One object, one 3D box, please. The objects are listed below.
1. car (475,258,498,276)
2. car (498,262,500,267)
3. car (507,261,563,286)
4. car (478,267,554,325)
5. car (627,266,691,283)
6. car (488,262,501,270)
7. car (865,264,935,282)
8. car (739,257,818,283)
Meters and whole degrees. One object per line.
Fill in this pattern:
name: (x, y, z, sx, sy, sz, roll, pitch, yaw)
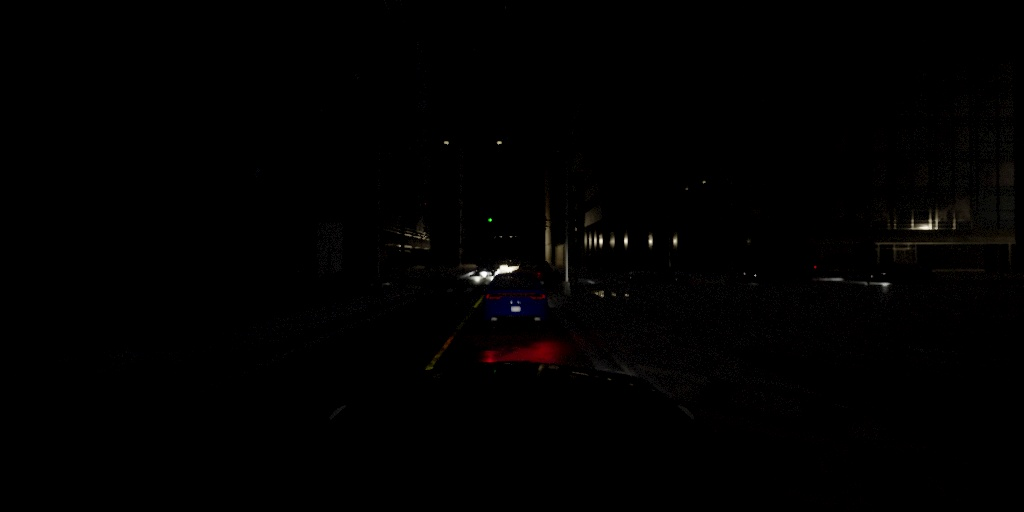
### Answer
car: (-3.091, 1.193, 42.230, 2.150, 2.045, 5.566, 0, 0, -2)
car: (-3.081, 1.631, 52.118, 1.895, 1.301, 4.718, 0, 0, 0)
car: (1.786, 1.217, 23.882, 2.097, 1.767, 4.553, 0, 0, 25)
car: (0.103, 1.280, 12.030, 1.882, 1.535, 5.008, 0, 0, 0)
car: (12.056, 1.504, 29.695, 4.718, 1.301, 1.895, 0, 0, 3)
car: (-3.042, 1.693, 62.375, 1.895, 1.301, 4.718, 0, 0, 0)
car: (32.104, 1.408, 29.689, 4.674, 1.442, 1.812, 0, 0, 0)
car: (22.007, 1.119, 29.705, 5.566, 2.045, 2.150, 0, 0, -1)
